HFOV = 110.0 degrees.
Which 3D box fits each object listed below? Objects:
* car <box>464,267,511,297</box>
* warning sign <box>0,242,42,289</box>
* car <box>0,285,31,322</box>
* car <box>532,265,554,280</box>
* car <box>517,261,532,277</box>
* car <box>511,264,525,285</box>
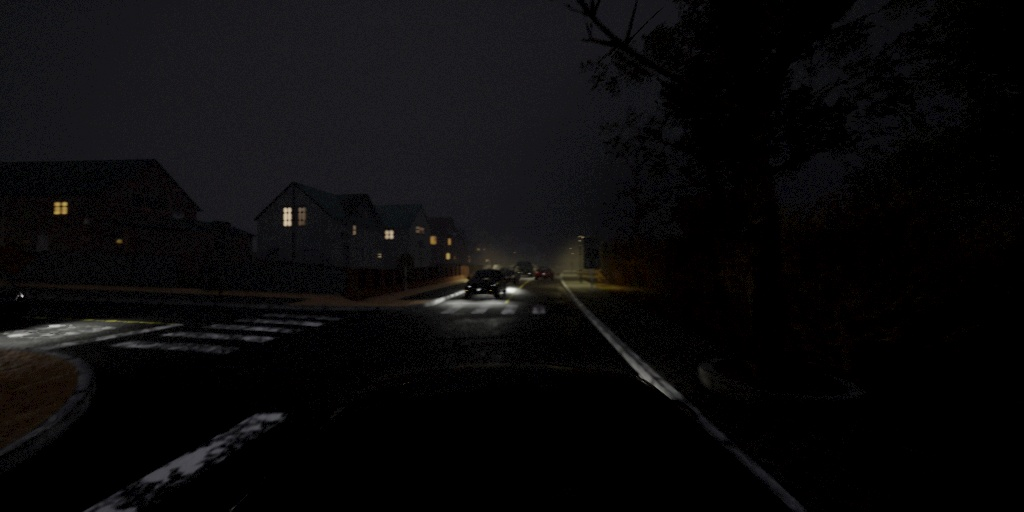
[{"bbox_3d":[-1.429,1.541,21.112,1.837,1.490,4.892,-1,-1,7],"label":"car"},{"bbox_3d":[-19.346,0.374,13.904,1.060,1.860,1.300,0,0,2],"label":"warning sign"},{"bbox_3d":[-14.279,0.872,8.330,4.674,1.442,1.812,2,-1,2],"label":"car"},{"bbox_3d":[3.577,1.868,39.434,1.994,1.385,4.181,-1,-1,7],"label":"car"},{"bbox_3d":[1.558,1.680,46.626,2.150,2.045,5.566,-1,0,7],"label":"car"},{"bbox_3d":[-0.373,1.684,31.139,2.128,1.511,4.902,-1,-1,6],"label":"car"}]
